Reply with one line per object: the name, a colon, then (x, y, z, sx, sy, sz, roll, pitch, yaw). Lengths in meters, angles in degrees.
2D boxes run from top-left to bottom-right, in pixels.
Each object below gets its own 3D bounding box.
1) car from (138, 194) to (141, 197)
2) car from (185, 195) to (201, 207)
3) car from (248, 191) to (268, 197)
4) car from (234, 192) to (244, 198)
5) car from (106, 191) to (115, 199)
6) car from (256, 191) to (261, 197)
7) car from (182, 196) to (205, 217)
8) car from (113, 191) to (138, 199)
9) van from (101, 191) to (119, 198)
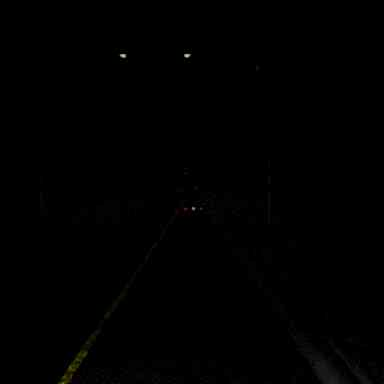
car: (-15.410, 0.794, 84.705, 4.829, 1.417, 1.752, -1, 2, 0)
car: (0.122, 1.194, 44.422, 1.994, 1.385, 4.181, 0, 1, 0)
car: (16.771, 0.441, 84.623, 4.829, 1.417, 1.752, -1, 2, 0)
car: (11.718, 0.716, 76.114, 4.313, 1.339, 1.947, -1, 2, 0)
car: (-20.933, 0.816, 76.189, 5.009, 1.841, 2.192, -1, 2, 0)
car: (17.097, 0.639, 76.100, 4.403, 1.369, 2.008, -1, 2, 0)
car: (0.113, 1.330, 28.450, 2.033, 1.411, 5.357, 0, 1, 0)
car: (-15.250, 1.026, 76.183, 4.206, 1.307, 1.802, -1, 2, 0)
van: (-20.922, 0.666, 84.713, 3.998, 1.788, 1.690, -1, 2, 0)
